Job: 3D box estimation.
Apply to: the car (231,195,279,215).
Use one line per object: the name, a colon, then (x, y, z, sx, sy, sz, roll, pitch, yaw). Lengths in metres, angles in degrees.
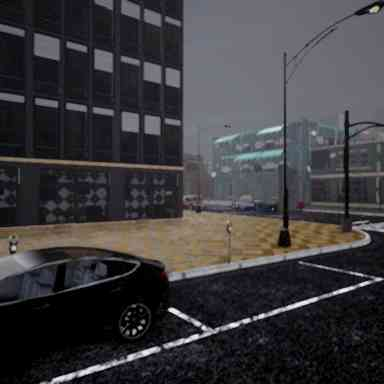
car: (5.744, 1.256, 30.018, 1.994, 1.385, 4.181, 0, 1, -36)

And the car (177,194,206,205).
car: (-0.136, 1.034, 47.872, 2.008, 1.369, 4.403, 1, 0, -36)

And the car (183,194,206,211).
car: (-0.348, 1.184, 33.972, 1.802, 1.307, 4.206, 1, 0, -36)

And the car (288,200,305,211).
car: (9.691, 1.273, 34.445, 1.802, 1.307, 4.206, 1, 0, -36)

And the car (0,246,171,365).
car: (-2.348, 1.564, 4.879, 4.313, 1.339, 1.947, 0, 0, -35)

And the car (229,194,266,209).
car: (6.417, 1.063, 38.922, 1.967, 1.590, 4.097, 1, 0, -36)
